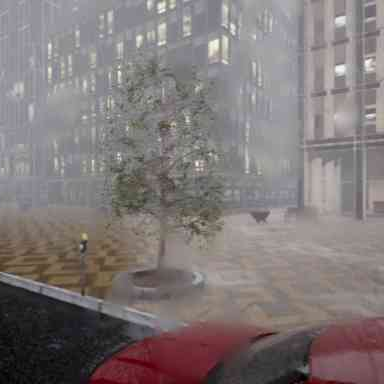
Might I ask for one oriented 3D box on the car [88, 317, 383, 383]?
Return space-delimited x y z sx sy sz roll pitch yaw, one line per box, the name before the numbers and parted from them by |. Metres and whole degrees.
car | 1.197 1.545 2.014 4.507 1.381 1.887 0 0 36
